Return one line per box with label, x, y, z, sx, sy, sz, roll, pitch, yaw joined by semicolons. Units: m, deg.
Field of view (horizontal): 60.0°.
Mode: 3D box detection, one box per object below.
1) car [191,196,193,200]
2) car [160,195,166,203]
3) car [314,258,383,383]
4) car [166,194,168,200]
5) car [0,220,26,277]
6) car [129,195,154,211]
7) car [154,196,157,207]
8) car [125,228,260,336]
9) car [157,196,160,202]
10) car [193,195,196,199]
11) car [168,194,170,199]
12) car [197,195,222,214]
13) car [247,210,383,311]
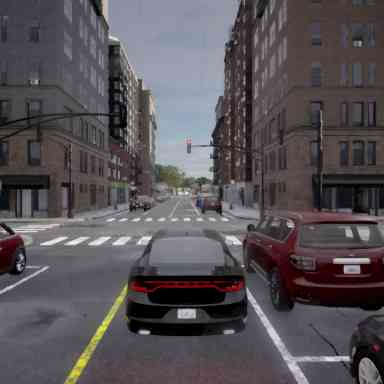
car;0.672;1.516;95.429;1.752;1.417;4.829;0;0;-1
car;-6.805;1.538;67.576;1.887;1.381;4.507;0;0;-1
car;2.615;1.551;1.999;2.008;1.369;4.403;0;0;-1
car;-6.918;1.538;73.078;1.887;1.381;4.507;0;0;-1
car;-5.527;1.440;7.511;1.967;1.590;4.097;0;0;-1
car;-6.240;1.312;40.063;2.192;1.841;5.009;0;0;-1
car;-6.353;1.562;45.565;1.947;1.339;4.313;0;0;-1
car;-0.104;1.477;6.928;1.882;1.535;5.008;0;0;-1
car;-6.466;1.547;51.068;2.008;1.369;4.403;0;0;-1
car;1.634;1.311;51.239;2.192;1.841;5.009;0;0;-1
car;-7.031;1.543;78.580;2.008;1.369;4.403;0;0;-1
car;1.993;1.313;34.731;2.192;1.841;5.009;0;0;-1
car;2.496;1.315;7.680;2.192;1.841;5.009;0;0;-1
